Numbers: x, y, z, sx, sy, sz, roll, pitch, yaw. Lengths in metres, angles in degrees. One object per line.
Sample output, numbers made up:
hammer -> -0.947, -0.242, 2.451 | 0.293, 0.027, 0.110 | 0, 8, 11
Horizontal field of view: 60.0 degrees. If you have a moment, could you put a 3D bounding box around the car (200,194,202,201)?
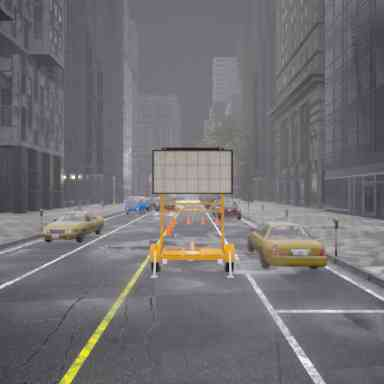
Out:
car -> 2.964, 1.480, 61.546 | 1.967, 1.590, 4.097 | 0, 0, 0

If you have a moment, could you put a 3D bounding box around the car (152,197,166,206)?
car -> -5.571, 1.574, 55.934 | 1.887, 1.381, 4.507 | 0, 0, 0

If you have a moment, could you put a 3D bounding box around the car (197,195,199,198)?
car -> 3.002, 1.663, 84.103 | 1.947, 1.339, 4.313 | 0, 0, 0

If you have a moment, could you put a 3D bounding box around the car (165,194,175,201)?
car -> -5.523, 1.412, 84.128 | 2.192, 1.841, 5.009 | 0, 0, 0

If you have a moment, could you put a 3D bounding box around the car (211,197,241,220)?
car -> 2.906, 1.431, 27.710 | 1.967, 1.590, 4.097 | 0, 0, 0

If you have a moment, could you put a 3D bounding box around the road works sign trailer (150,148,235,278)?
road works sign trailer -> 0.016, 0.461, 10.109 | 2.380, 3.560, 2.880 | 0, 0, 0

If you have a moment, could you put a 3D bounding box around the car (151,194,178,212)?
car -> -3.036, 1.350, 37.985 | 2.097, 1.767, 4.553 | 0, 0, 0

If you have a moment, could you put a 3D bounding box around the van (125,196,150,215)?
van -> -5.609, 1.335, 33.379 | 1.690, 1.788, 3.998 | 0, 0, 0

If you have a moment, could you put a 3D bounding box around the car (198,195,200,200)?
car -> 2.993, 1.659, 78.465 | 1.802, 1.307, 4.206 | 0, 0, 0

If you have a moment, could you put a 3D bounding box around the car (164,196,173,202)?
car -> -5.533, 1.602, 78.320 | 1.752, 1.417, 4.829 | 0, 0, 0

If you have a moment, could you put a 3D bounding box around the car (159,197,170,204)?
car -> -5.551, 1.632, 67.213 | 1.802, 1.307, 4.206 | 0, 0, 0

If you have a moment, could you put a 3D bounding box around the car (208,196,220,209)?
car -> 2.916, 1.434, 33.348 | 1.967, 1.590, 4.097 | 0, 0, 0

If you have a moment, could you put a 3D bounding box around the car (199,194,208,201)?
car -> 3.012, 1.435, 89.744 | 2.192, 1.841, 5.009 | 0, 0, 0

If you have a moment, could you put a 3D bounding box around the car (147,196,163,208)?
car -> -5.581, 1.458, 50.296 | 1.967, 1.590, 4.097 | 0, 0, 0

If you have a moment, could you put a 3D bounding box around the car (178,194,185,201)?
car -> -2.848, 1.618, 87.679 | 1.837, 1.490, 4.892 | 0, -1, 0

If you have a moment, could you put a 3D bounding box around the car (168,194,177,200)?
car -> -5.504, 1.457, 95.407 | 2.192, 1.841, 5.009 | 0, 0, 0

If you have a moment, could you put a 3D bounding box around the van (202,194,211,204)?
van -> 2.974, 1.391, 67.186 | 1.690, 1.788, 3.998 | 0, 0, 0

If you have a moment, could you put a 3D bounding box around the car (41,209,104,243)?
car -> -5.640, 1.519, 16.254 | 1.752, 1.417, 4.829 | 0, 0, 1

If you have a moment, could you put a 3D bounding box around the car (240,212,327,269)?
car -> 2.884, 1.521, 10.994 | 1.752, 1.417, 4.829 | 0, 0, 1

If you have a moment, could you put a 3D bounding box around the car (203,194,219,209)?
car -> 2.935, 1.323, 44.628 | 2.192, 1.841, 5.009 | 0, 0, 0

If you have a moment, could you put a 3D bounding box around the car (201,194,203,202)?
car -> 2.945, 1.333, 50.267 | 2.192, 1.841, 5.009 | 0, 0, 0
